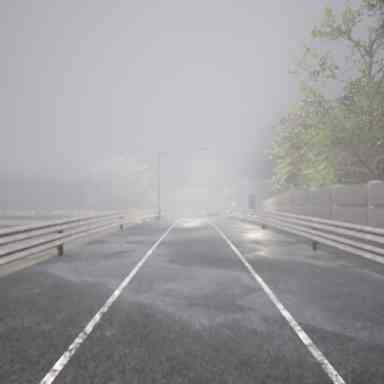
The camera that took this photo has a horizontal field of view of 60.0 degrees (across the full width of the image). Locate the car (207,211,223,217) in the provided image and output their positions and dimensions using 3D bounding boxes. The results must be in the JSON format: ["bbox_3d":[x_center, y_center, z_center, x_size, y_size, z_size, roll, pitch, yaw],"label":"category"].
[{"bbox_3d":[5.397,5.052,77.785,2.033,1.411,5.357,-2,-4,31],"label":"car"}]

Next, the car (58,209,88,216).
[{"bbox_3d":[-17.953,3.348,50.661,4.674,1.442,1.812,3,-5,-41],"label":"car"}]
